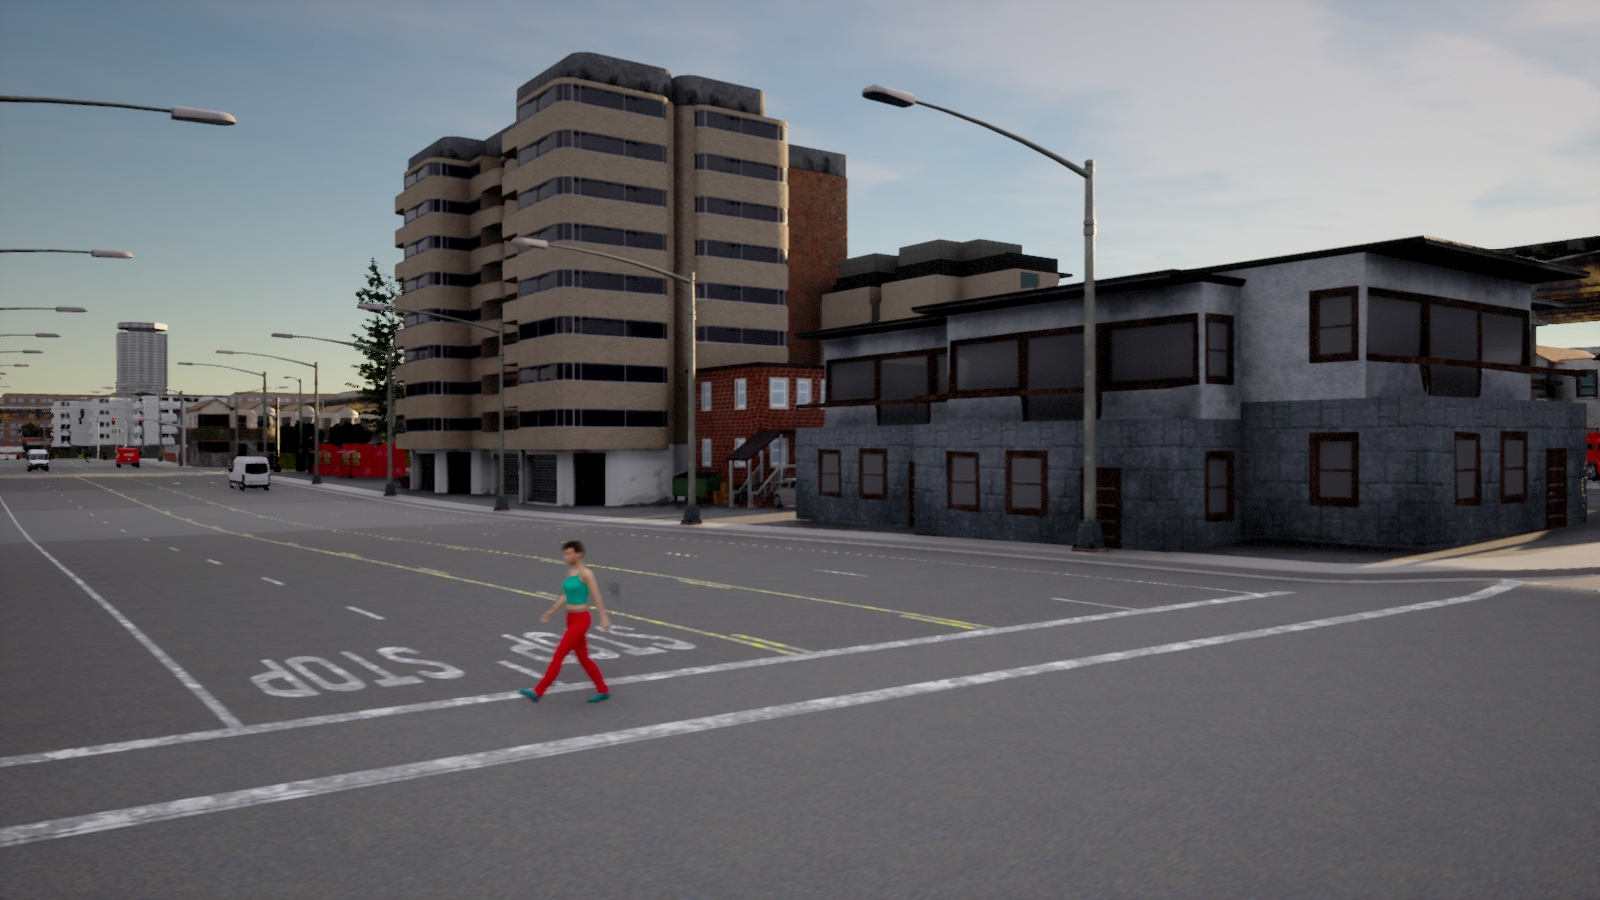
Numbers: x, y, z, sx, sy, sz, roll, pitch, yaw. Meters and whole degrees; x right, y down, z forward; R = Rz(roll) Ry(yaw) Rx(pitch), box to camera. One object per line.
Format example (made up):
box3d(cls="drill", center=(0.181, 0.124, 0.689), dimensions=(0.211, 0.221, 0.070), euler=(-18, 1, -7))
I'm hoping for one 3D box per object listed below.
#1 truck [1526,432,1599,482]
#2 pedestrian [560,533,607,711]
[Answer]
box3d(cls="truck", center=(40.881, 0.368, 59.390), dimensions=(2.627, 2.467, 5.204), euler=(0, 0, -7))
box3d(cls="pedestrian", center=(-2.358, 1.849, 12.424), dimensions=(0.375, 1.860, 0.375), euler=(0, 0, -33))
